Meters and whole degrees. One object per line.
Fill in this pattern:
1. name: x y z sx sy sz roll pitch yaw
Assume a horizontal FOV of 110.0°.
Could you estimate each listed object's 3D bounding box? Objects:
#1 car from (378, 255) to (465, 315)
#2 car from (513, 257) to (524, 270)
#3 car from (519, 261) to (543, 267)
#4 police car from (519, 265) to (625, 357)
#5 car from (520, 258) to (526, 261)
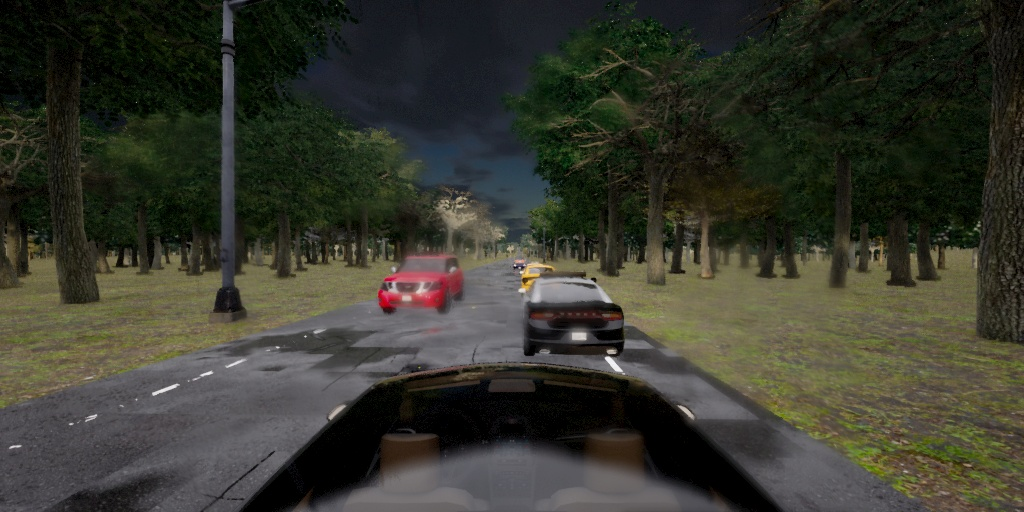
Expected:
1. car: -3.224 0.960 13.960 2.150 2.045 5.566 0 0 1
2. car: 1.093 1.229 48.582 1.895 1.301 4.718 0 0 2
3. car: 1.432 1.208 18.609 1.882 1.535 5.008 0 0 1
4. police car: 1.209 1.170 8.719 1.930 1.638 5.238 0 0 1
5. car: 1.572 1.172 24.797 1.801 1.575 5.366 0 0 1
